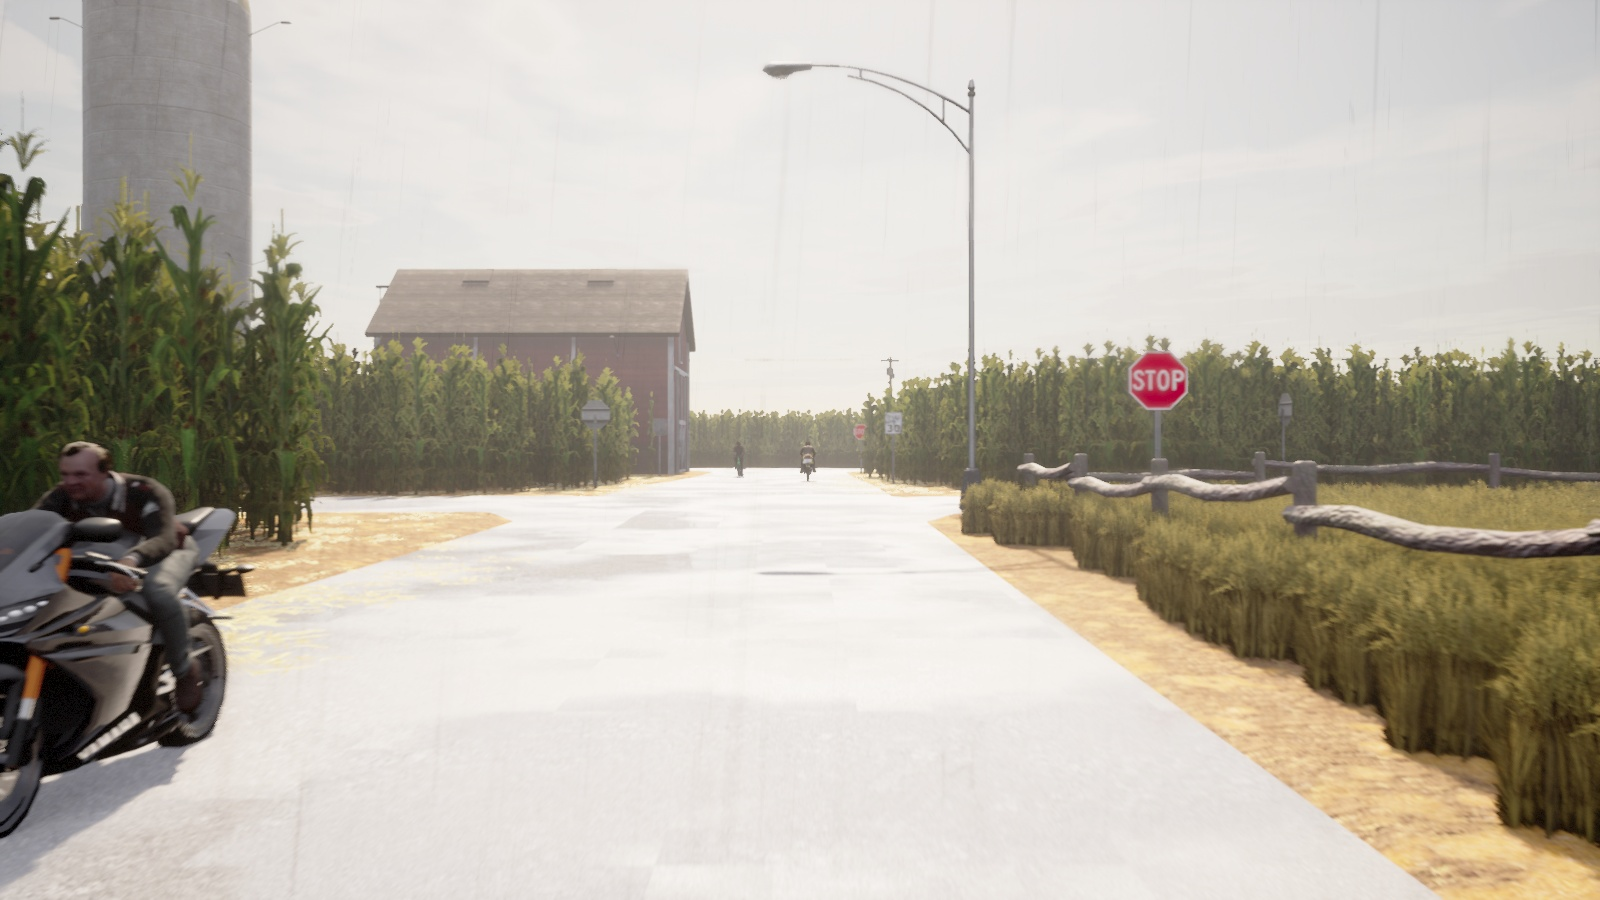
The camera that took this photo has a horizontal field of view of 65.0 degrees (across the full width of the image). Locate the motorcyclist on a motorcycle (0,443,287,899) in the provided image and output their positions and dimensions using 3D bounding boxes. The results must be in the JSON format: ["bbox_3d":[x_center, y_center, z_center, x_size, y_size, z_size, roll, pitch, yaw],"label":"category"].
[{"bbox_3d":[-3.054,0.738,5.301,0.866,1.530,2.191,0,0,0],"label":"motorcyclist on a motorcycle"}]

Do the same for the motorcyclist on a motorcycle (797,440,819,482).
[{"bbox_3d":[0.292,0.415,47.089,0.797,1.523,2.044,0,0,0],"label":"motorcyclist on a motorcycle"}]
